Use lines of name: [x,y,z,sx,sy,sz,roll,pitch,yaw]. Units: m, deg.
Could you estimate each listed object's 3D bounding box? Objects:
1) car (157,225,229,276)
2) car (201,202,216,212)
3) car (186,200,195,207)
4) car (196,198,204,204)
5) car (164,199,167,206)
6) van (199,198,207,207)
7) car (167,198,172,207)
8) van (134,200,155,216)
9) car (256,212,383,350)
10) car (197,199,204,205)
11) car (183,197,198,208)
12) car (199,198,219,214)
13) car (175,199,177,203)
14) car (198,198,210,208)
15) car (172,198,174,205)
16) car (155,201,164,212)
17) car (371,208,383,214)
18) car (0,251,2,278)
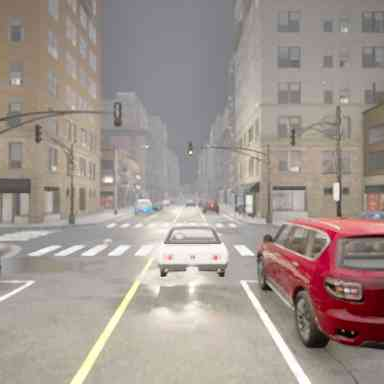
car: [0.018,1.734,10.781,1.895,1.301,4.718,0,-1,0]
car: [2.436,2.149,49.136,2.008,1.369,4.403,0,-1,0]
car: [-0.398,2.488,73.538,1.895,1.301,4.718,0,-1,0]
car: [2.158,2.560,92.382,1.967,1.590,4.097,0,-1,0]
car: [-5.697,2.209,54.496,1.887,1.381,4.507,0,-1,0]
van: [2.297,2.200,70.762,1.690,1.788,3.998,0,-1,0]
car: [-5.781,2.383,70.544,1.752,1.417,4.829,0,-1,0]
van: [-5.613,1.809,38.281,1.690,1.788,3.998,0,-1,0]
car: [2.608,1.394,6.365,2.192,1.841,5.009,0,-1,0]
car: [2.191,2.582,87.146,1.752,1.417,4.829,0,-1,0]
car: [-0.236,2.260,63.175,2.128,1.511,4.902,0,-1,0]
car: [2.470,1.848,43.733,2.192,1.841,5.009,0,-1,0]
car: [-5.868,2.370,86.933,2.192,1.841,5.009,0,-1,0]
car: [2.331,2.109,65.356,2.192,1.841,5.009,0,-1,0]
car: [-5.811,2.476,76.119,2.008,1.369,4.403,0,-1,0]
car: [-5.669,2.165,49.089,1.947,1.339,4.313,0,-1,0]
car: [13.179,1.547,21.294,4.553,1.767,2.097,0,-1,0]
car: [-5.417,1.646,6.317,1.947,1.339,4.313,0,-1,0]
